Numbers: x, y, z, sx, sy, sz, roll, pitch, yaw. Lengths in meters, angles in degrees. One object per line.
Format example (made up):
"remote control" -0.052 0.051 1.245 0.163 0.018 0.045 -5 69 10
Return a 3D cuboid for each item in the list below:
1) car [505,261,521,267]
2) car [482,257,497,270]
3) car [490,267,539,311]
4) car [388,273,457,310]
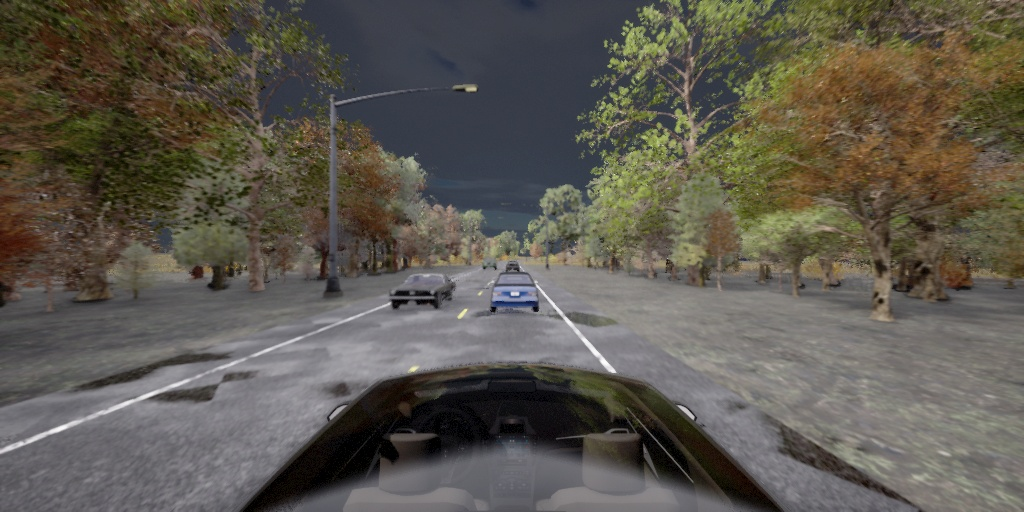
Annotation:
"car" 0.105 1.448 49.568 1.837 1.490 4.892 0 0 0
"car" -3.530 1.195 57.495 2.150 2.045 5.566 0 0 1
"car" 0.100 1.354 14.823 2.033 1.411 5.357 0 0 0
"car" -3.599 1.409 15.141 1.895 1.301 4.718 0 0 0
